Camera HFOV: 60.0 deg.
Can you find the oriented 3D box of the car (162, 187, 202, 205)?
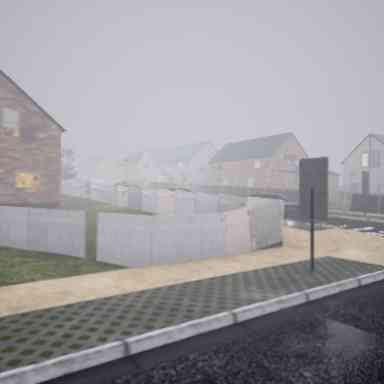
[{"bbox_3d":[-0.906,0.355,29.781,1.837,1.490,4.892,0,3,-35],"label":"car"}]

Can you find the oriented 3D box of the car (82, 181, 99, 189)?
[{"bbox_3d":[-18.392,-1.240,60.193,2.033,1.411,5.357,0,2,-34],"label":"car"}]

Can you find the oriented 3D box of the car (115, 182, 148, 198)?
[{"bbox_3d":[-6.773,-0.134,38.271,1.837,1.490,4.892,0,2,-35],"label":"car"}]

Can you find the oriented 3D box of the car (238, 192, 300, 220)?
[{"bbox_3d":[5.025,0.822,21.226,1.882,1.535,5.008,0,3,-35],"label":"car"}]
